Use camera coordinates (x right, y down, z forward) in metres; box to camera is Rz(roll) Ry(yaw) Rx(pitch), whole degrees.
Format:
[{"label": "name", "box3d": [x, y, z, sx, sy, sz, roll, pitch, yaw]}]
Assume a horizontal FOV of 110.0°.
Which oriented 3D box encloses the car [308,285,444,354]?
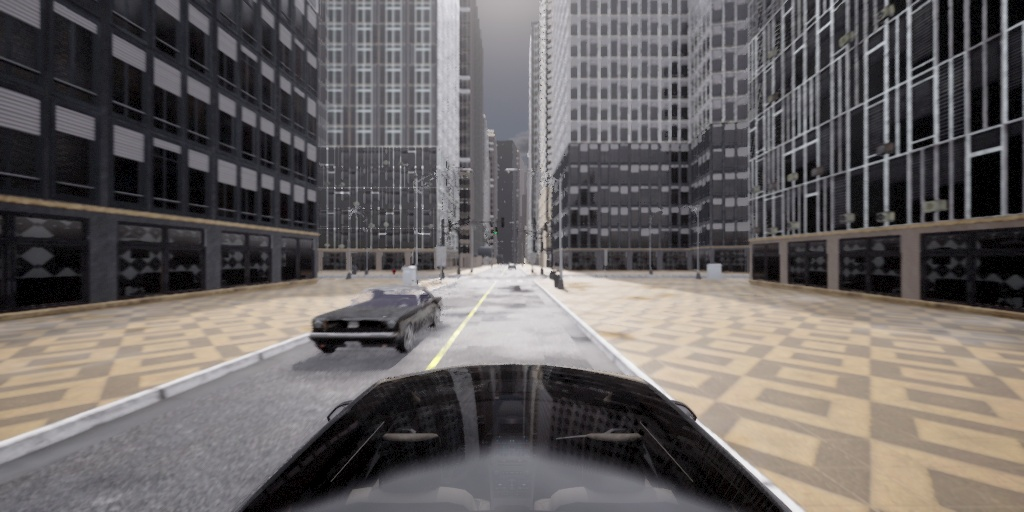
[{"label": "car", "box3d": [-3.098, 1.445, 9.206, 1.895, 1.301, 4.718, 0, -1, 0]}]
